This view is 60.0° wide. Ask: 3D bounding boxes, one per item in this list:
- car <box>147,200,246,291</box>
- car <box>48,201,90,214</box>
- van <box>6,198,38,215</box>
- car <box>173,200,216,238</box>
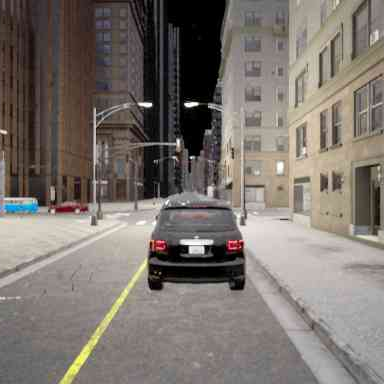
[{"bbox_3d":[0.115,1.229,9.188,2.150,2.045,5.566,0,0,0],"label":"car"},{"bbox_3d":[-13.917,1.746,37.529,4.507,1.381,1.887,-1,0,0],"label":"car"},{"bbox_3d":[-19.544,1.611,37.559,3.998,1.788,1.690,-1,0,0],"label":"van"},{"bbox_3d":[0.126,1.368,18.636,2.097,1.767,4.553,0,0,0],"label":"car"}]
